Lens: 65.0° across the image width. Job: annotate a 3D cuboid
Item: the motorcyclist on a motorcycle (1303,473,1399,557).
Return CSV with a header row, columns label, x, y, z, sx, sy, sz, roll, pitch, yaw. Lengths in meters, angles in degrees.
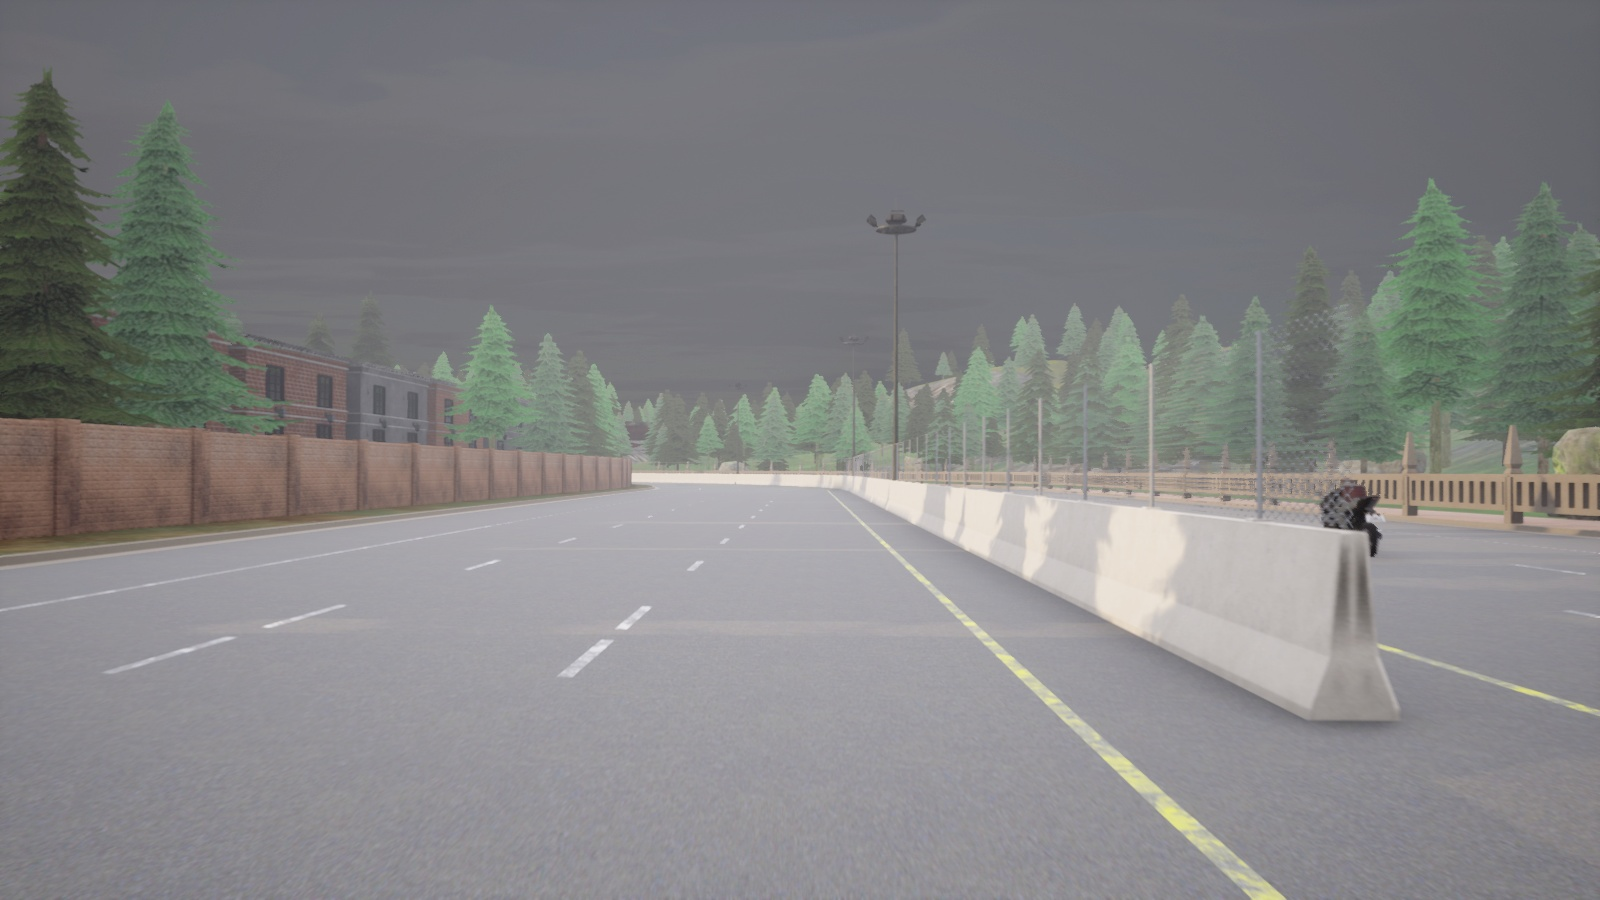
label,x,y,z,sx,sy,sz,roll,pitch,yaw
motorcyclist on a motorcycle,10.565,1.211,24.179,0.866,1.530,2.191,0,-1,0
